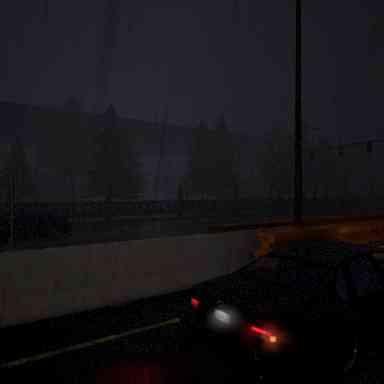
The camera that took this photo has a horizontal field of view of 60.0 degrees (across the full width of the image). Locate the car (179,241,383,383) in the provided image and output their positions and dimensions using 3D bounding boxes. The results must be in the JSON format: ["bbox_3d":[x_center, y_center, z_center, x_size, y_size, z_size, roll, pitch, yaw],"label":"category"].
[{"bbox_3d":[2.406,1.548,5.463,5.357,1.411,2.033,0,0,-35],"label":"car"}]
